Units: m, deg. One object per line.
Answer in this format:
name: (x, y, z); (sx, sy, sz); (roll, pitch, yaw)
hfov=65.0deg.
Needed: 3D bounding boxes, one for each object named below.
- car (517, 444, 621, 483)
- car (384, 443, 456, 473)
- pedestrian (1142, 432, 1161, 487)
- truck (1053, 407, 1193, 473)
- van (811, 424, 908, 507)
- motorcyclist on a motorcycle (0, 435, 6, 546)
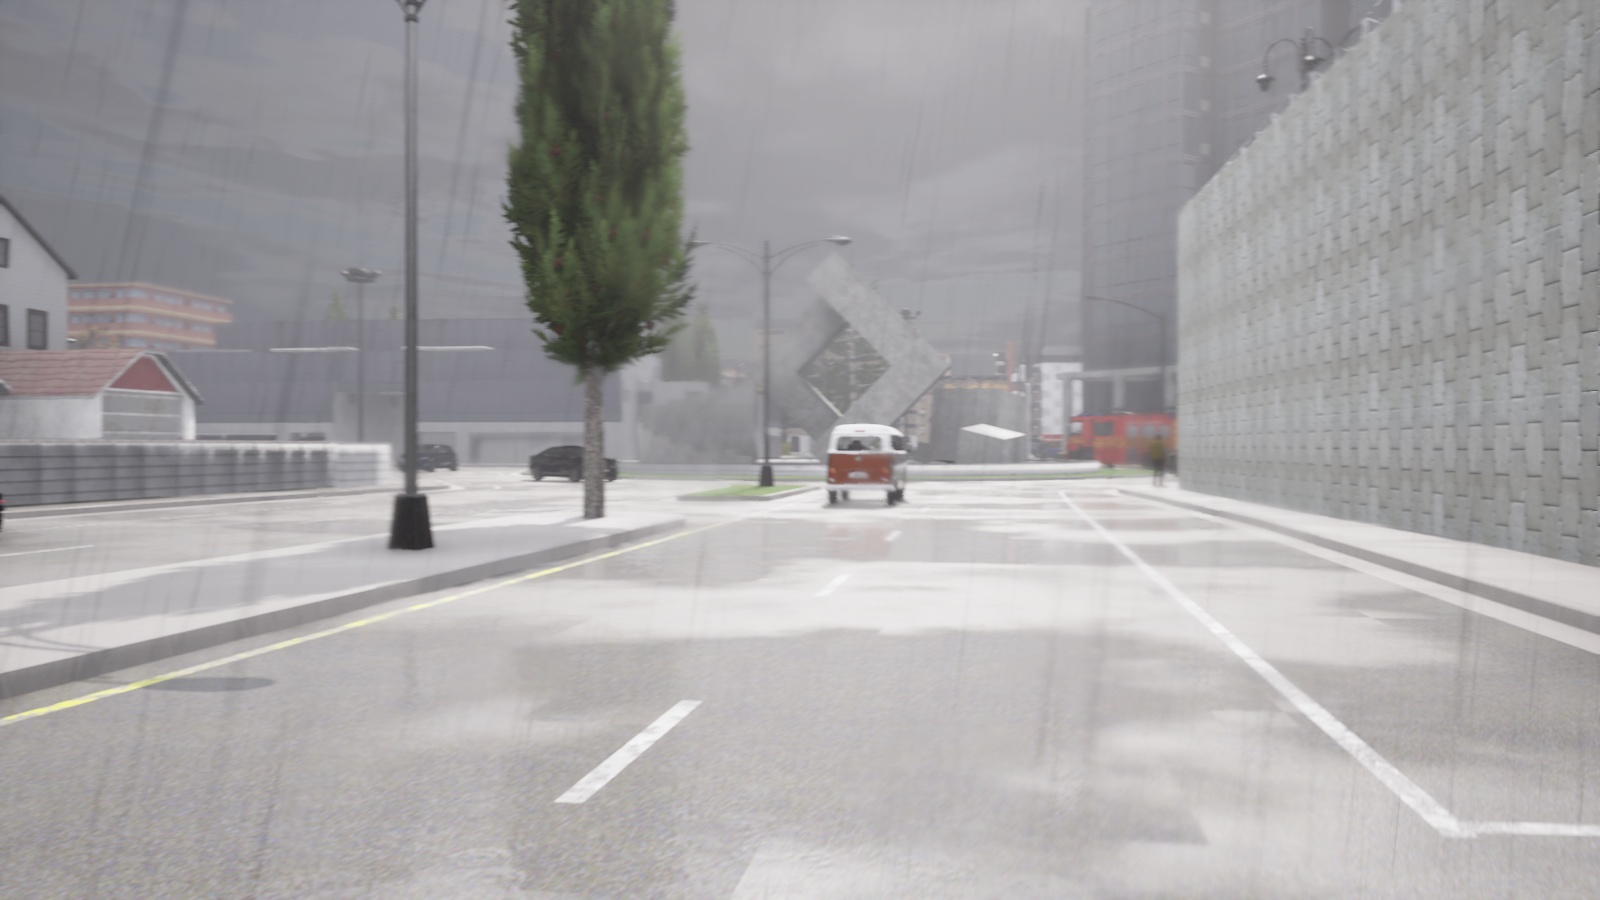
car: (-9.722, 0.542, 52.535); (1.882, 1.535, 5.008); (0, 0, -43)
car: (-21.439, 0.410, 71.123); (2.033, 1.649, 4.856); (0, 0, 8)
pedestrian: (11.820, 0.303, 42.216); (0.370, 1.835, 0.726); (0, 0, 37)
truck: (19.881, -0.602, 77.794); (2.891, 3.827, 8.468); (0, 0, -36)
van: (1.658, 0.373, 33.235); (2.069, 2.038, 4.480); (0, 0, 9)
motorcyclist on a motorcycle: (-12.442, 0.611, 17.683); (0.766, 1.649, 2.350); (0, 0, 9)
